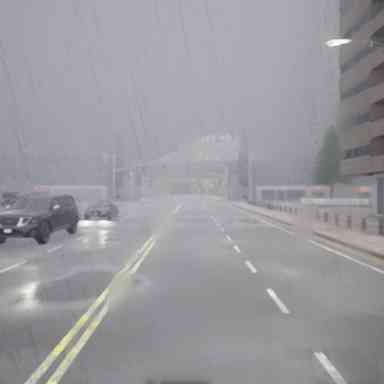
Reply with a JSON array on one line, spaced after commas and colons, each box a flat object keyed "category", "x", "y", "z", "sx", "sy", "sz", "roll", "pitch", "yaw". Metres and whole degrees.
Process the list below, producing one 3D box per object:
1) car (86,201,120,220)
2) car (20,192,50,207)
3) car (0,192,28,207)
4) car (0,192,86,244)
[{"category": "car", "x": -7.126, "y": 1.434, "z": 26.615, "sx": 1.994, "sy": 1.385, "sz": 4.181, "roll": 0, "pitch": 0, "yaw": 0}, {"category": "car", "x": -21.117, "y": 0.937, "z": 44.891, "sx": 1.932, "sy": 1.855, "sz": 4.605, "roll": 0, "pitch": 0, "yaw": 0}, {"category": "car", "x": -24.011, "y": 0.940, "z": 44.951, "sx": 1.905, "sy": 1.878, "sz": 3.866, "roll": 0, "pitch": 0, "yaw": 0}, {"category": "car", "x": -7.123, "y": 1.145, "z": 15.700, "sx": 2.150, "sy": 2.045, "sz": 5.566, "roll": 0, "pitch": 0, "yaw": 1}]
